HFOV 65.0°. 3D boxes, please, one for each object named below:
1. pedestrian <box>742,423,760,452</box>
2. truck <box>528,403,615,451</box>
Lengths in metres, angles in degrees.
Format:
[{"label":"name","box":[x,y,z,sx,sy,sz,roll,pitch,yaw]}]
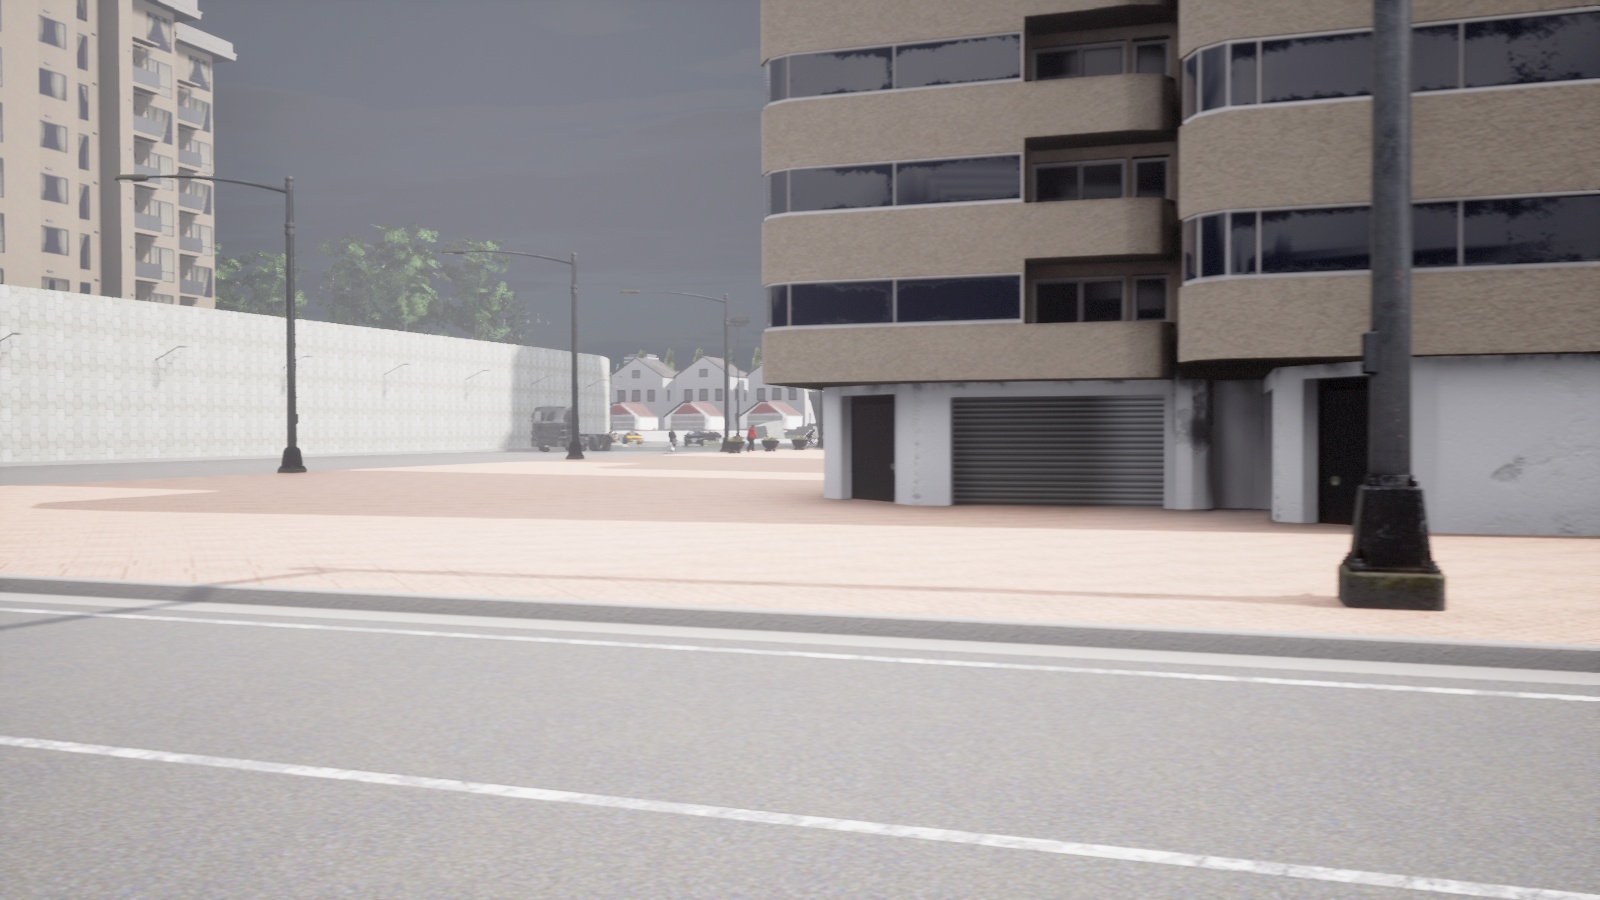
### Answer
[{"label":"pedestrian","box":[-3.088,-0.790,79.213,0.899,1.844,0.634,0,1,-29]},{"label":"truck","box":[-16.991,-1.724,93.987,2.891,3.462,7.936,1,1,19]}]
